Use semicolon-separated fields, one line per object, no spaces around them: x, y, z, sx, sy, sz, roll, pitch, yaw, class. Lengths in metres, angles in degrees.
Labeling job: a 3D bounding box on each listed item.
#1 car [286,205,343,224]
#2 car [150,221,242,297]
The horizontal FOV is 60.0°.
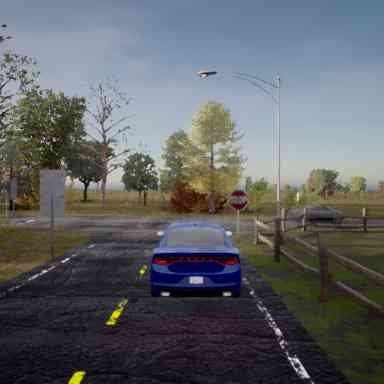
9.462;1.687;25.963;4.181;1.385;1.994;1;1;-3;car
0.074;1.475;8.612;1.882;1.535;5.008;0;0;0;car
